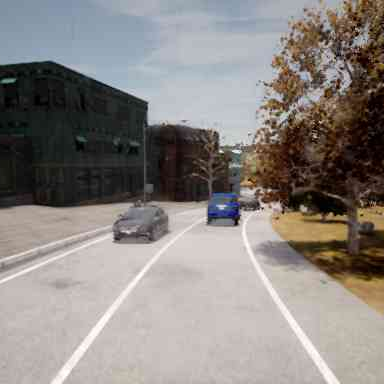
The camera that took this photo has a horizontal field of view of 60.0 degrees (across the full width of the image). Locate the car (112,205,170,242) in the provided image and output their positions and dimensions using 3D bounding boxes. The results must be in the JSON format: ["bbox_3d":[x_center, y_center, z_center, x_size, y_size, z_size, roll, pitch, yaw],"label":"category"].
[{"bbox_3d":[-2.309,1.422,16.061,1.837,1.490,4.892,0,0,7],"label":"car"}]

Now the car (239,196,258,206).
[{"bbox_3d":[9.481,1.474,55.632,1.994,1.385,4.181,3,1,26],"label":"car"}]

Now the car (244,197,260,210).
[{"bbox_3d":[7.349,1.454,41.911,1.837,1.490,4.892,2,0,19],"label":"car"}]

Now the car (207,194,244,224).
[{"bbox_3d":[2.413,1.150,24.177,2.150,2.045,5.566,1,0,11],"label":"car"}]
